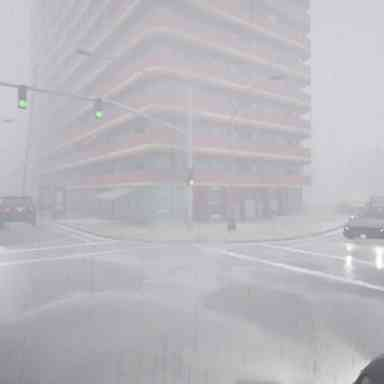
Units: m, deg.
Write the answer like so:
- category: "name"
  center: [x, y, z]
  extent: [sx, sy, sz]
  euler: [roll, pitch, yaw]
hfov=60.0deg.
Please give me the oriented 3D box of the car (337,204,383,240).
- category: "car"
  center: [9.119, 1.535, 16.442]
  extent: [2.033, 1.411, 5.357]
  euler: [0, 0, 40]

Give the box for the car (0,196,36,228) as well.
- category: "car"
  center: [-12.449, 1.309, 23.251]
  extent: [2.150, 2.045, 5.566]
  euler: [0, 0, -35]

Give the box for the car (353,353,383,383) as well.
- category: "car"
  center: [2.962, 1.560, 1.519]
  extent: [1.994, 1.385, 4.181]
  euler: [0, 0, -36]

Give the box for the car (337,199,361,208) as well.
- category: "car"
  center: [16.968, 1.501, 35.107]
  extent: [1.882, 1.535, 5.008]
  euler: [0, 0, 5]

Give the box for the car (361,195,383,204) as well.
- category: "car"
  center: [14.424, 1.224, 25.142]
  extent: [2.150, 2.045, 5.566]
  euler: [0, 0, 23]
